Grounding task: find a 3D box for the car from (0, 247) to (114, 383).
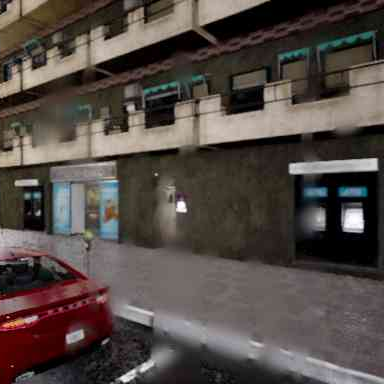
[{"bbox_3d":[-3.165,1.529,5.145,4.507,1.381,1.887,0,-1,36],"label":"car"}]
